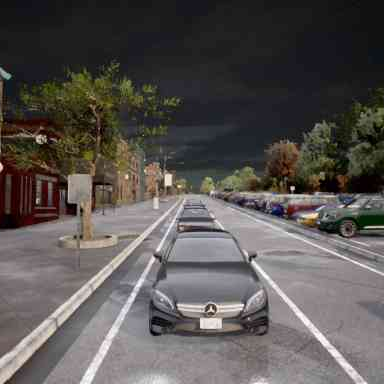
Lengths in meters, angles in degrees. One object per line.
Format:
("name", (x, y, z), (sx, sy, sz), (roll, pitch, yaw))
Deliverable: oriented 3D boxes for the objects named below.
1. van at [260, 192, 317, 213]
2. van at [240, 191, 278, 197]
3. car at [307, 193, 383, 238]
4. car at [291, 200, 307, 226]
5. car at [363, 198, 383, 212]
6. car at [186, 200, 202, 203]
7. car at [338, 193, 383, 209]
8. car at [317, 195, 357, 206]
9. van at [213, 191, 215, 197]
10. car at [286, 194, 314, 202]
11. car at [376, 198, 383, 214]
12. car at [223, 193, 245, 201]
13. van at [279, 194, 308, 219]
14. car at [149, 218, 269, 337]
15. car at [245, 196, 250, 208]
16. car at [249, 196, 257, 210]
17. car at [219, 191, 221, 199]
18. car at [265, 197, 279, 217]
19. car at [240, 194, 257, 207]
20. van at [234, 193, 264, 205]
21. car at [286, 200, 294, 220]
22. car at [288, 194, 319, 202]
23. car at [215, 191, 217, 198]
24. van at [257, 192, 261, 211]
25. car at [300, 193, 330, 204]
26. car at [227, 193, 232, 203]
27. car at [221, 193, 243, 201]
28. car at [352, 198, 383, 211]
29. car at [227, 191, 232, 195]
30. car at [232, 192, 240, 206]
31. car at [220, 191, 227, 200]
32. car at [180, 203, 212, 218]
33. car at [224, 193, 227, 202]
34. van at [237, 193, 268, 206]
("van", (9.055, 1.230, 31.070), (4.442, 1.987, 1.878), (0, 0, 0))
("van", (9.185, 1.163, 45.094), (4.442, 1.987, 1.878), (0, 0, 0))
("car", (9.247, 1.221, 17.051), (5.566, 2.045, 2.435), (0, 0, 0))
("car", (9.069, 1.466, 19.854), (5.366, 1.575, 1.946), (0, 0, 0))
("car", (22.175, 1.469, 37.446), (4.792, 1.488, 2.163), (0, 0, 0))
("car", (0.211, 1.442, 29.870), (2.128, 1.511, 4.902), (0, 0, 0))
("car", (22.135, 1.153, 43.002), (5.566, 2.045, 2.435), (0, 0, 0))
("car", (22.288, 1.332, 51.333), (5.366, 1.575, 1.946), (0, 1, 0))
("van", (8.620, 0.764, 89.940), (4.442, 1.987, 1.878), (0, 1, 0))
("car", (21.985, 1.188, 67.986), (4.892, 1.521, 2.231), (0, 1, 0))
("car", (22.410, 1.444, 34.675), (5.366, 1.575, 1.946), (0, 0, 0))
("car", (8.851, 1.039, 70.319), (4.553, 1.767, 2.185), (0, 1, 0))
("van", (9.330, 1.237, 25.462), (4.442, 1.987, 1.878), (0, 0, 0))
("car", (0.251, 1.524, 6.843), (1.812, 1.442, 4.674), (0, 0, 0))
("car", (9.107, 1.466, 39.484), (4.674, 1.452, 2.002), (0, 0, 0))
("car", (9.159, 1.470, 36.676), (4.792, 1.488, 2.163), (0, 0, 0))
("car", (8.874, 0.938, 67.515), (5.566, 2.045, 2.435), (0, 1, 0))
("car", (9.187, 1.460, 28.264), (5.008, 1.535, 2.097), (0, 0, 0))
("car", (9.095, 1.409, 42.287), (4.892, 1.521, 2.231), (0, 0, 0))
("van", (9.123, 1.089, 53.501), (4.442, 1.987, 1.878), (0, 1, 0))
("car", (9.236, 1.506, 22.658), (4.674, 1.452, 2.002), (0, 0, 0))
("car", (21.814, 1.209, 65.208), (5.366, 1.575, 1.946), (0, 0, 0))
("car", (8.794, 1.065, 81.533), (5.008, 1.535, 2.097), (0, 1, 0))
("van", (9.268, 1.222, 33.873), (4.442, 1.987, 1.878), (0, 0, 0))
("car", (22.072, 1.136, 59.659), (4.553, 1.767, 2.185), (0, 1, 0))
("car", (8.979, 1.290, 56.306), (4.892, 1.521, 2.231), (0, 1, 0))
("car", (8.830, 1.014, 73.123), (4.553, 1.767, 2.185), (0, 1, 0))
("car", (22.213, 1.452, 40.229), (4.792, 1.488, 2.163), (0, 0, 0))
("car", (8.996, 1.139, 59.107), (4.553, 1.767, 2.185), (0, 1, 0))
("car", (9.019, 1.113, 47.893), (5.566, 2.045, 2.435), (0, 1, 0))
("car", (8.895, 0.963, 64.712), (5.566, 2.045, 2.435), (0, 1, 0))
("car", (0.188, 1.532, 17.422), (2.033, 1.411, 5.357), (0, 0, 0))
("car", (8.941, 1.279, 61.912), (4.674, 1.452, 2.002), (0, 1, 0))
("van", (9.143, 1.113, 50.698), (4.442, 1.987, 1.878), (0, 1, 0))
